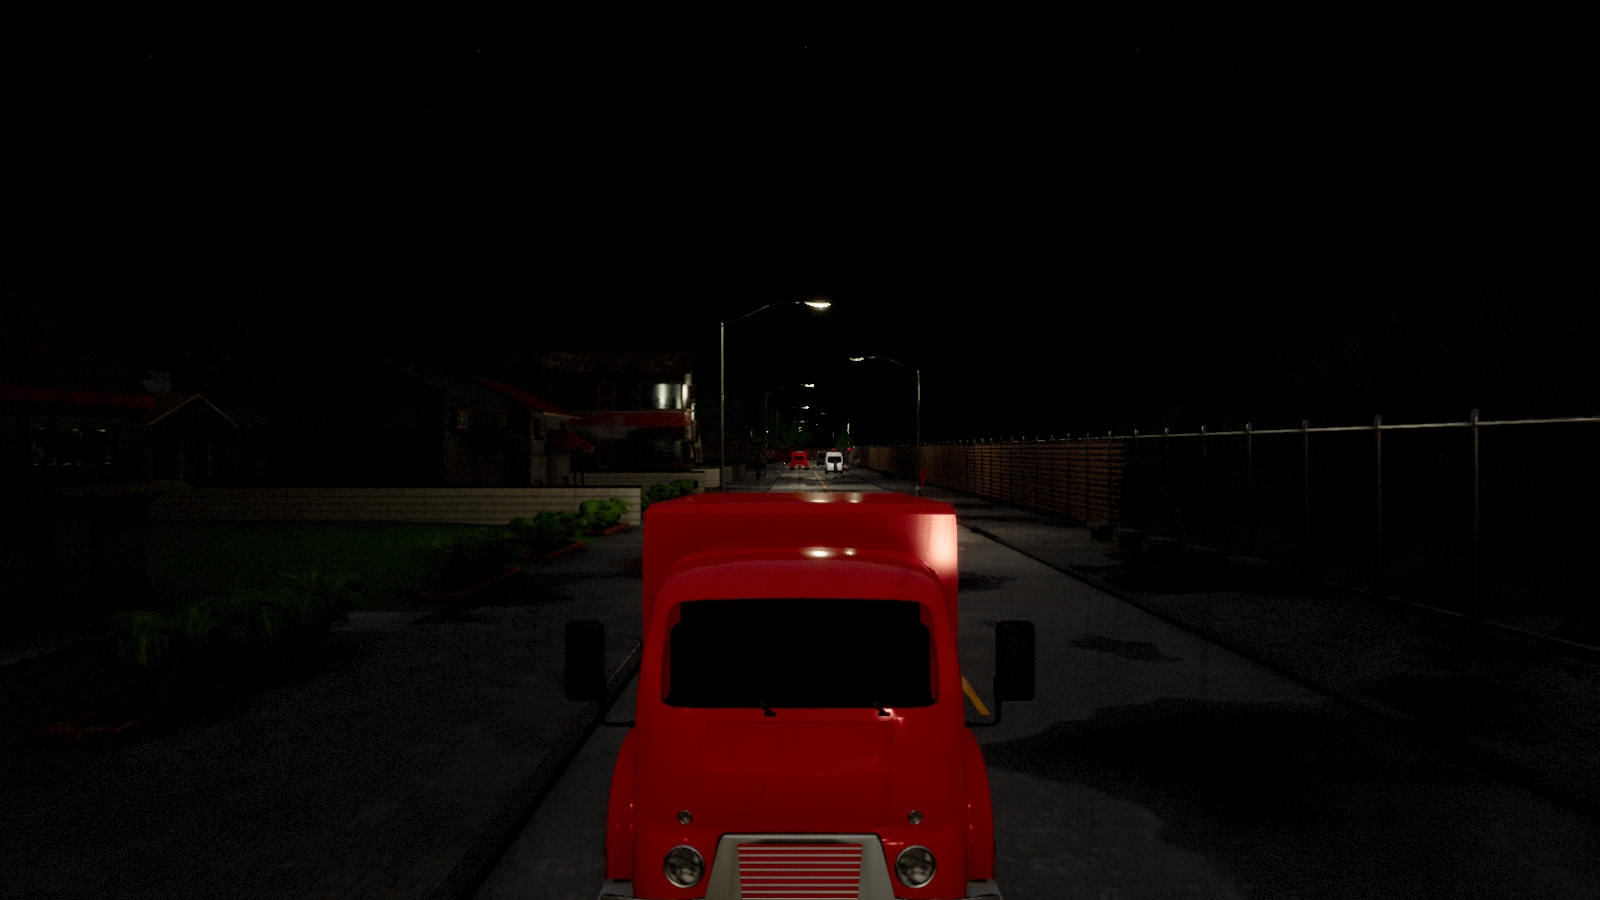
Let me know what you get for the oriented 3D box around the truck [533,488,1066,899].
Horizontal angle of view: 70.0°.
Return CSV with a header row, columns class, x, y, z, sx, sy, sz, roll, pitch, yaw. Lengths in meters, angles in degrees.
class,x,y,z,sx,sy,sz,roll,pitch,yaw
truck,-0.001,1.573,8.240,2.627,2.467,5.204,0,0,0
